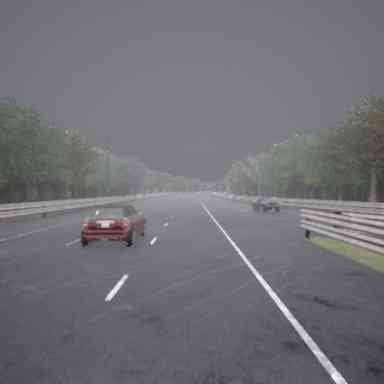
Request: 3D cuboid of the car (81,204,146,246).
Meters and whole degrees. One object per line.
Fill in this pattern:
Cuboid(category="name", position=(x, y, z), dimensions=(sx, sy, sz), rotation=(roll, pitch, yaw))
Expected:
Cuboid(category="car", position=(-3.391, 1.317, 15.169), dimensions=(2.097, 1.767, 4.553), rotation=(0, 0, 0))

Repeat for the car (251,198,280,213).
Cuboid(category="car", position=(7.949, 1.474, 36.390), dimensions=(1.837, 1.490, 4.892), rotation=(0, 0, -10))
